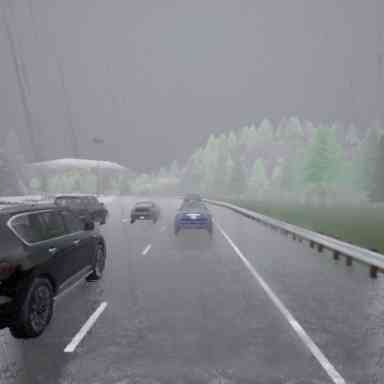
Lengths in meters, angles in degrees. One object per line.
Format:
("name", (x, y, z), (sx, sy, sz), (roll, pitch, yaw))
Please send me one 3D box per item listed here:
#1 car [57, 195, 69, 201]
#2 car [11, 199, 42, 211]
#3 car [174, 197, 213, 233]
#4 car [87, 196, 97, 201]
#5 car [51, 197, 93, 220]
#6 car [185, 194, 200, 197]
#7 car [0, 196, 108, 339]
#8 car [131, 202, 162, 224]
("car", (-32.179, 1.383, 83.097), (1.994, 1.385, 4.181), (0, 0, -12))
("car", (-21.143, 1.571, 42.700), (1.994, 1.385, 4.181), (0, 0, 0))
("car", (0.087, 1.354, 19.793), (2.097, 1.767, 4.553), (0, 0, 0))
("car", (-25.039, 1.558, 83.174), (1.895, 1.301, 4.718), (0, 0, -12))
("car", (-10.418, 1.356, 29.292), (2.097, 1.767, 4.553), (0, 0, 0))
("car", (0.073, 1.226, 40.163), (2.150, 2.045, 5.566), (0, 0, 0))
("car", (-3.404, 1.224, 6.709), (2.150, 2.045, 5.566), (0, 0, 0))
("car", (-3.416, 1.508, 25.170), (1.837, 1.490, 4.892), (0, 0, 0))
